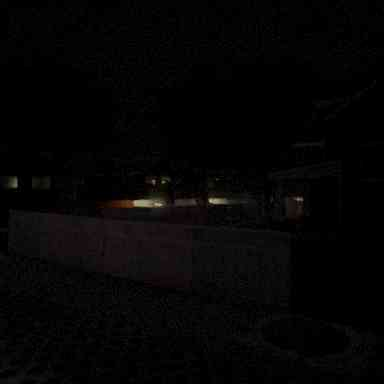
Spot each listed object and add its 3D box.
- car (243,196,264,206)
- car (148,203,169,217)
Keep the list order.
[{"bbox_3d":[9.631,1.563,49.654,2.150,2.045,5.566,0,-1,36],"label":"car"},{"bbox_3d":[-3.169,1.778,31.864,1.994,1.385,4.181,0,0,36],"label":"car"}]
